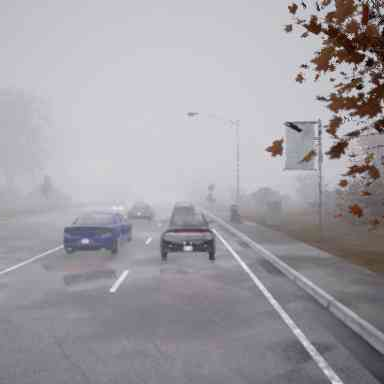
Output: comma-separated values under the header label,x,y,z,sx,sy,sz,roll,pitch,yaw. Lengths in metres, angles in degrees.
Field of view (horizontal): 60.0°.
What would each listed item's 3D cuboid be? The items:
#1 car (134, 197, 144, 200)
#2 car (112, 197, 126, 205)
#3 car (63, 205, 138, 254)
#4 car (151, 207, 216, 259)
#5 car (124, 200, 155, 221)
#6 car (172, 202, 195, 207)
label,x,y,z,sx,sy,sz,roll,pitch,yaw
car,-9.232,1.691,57.756,1.837,1.490,4.892,0,0,-2
car,-12.767,1.682,58.587,2.128,1.511,4.902,0,0,-2
car,-3.685,1.523,13.815,1.882,1.535,5.008,0,0,-1
car,-0.163,1.532,12.694,2.128,1.511,4.902,0,0,-1
car,-4.186,1.654,27.760,1.994,1.385,4.181,0,0,-2
car,-0.726,1.569,28.988,1.882,1.535,5.008,0,0,-2
